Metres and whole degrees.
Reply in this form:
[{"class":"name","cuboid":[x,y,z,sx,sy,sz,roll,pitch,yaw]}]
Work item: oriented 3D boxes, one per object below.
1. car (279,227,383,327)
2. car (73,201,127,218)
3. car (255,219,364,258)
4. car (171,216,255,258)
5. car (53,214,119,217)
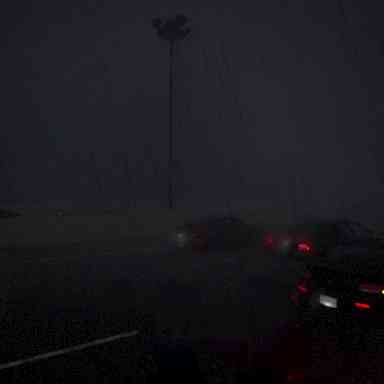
[{"class":"car","cuboid":[4.042,1.590,6.625,4.674,1.442,1.812,1,0,-35]},{"class":"car","cuboid":[-8.843,1.627,32.070,4.674,1.442,1.812,1,0,-35]},{"class":"car","cuboid":[4.892,1.644,11.527,5.357,1.411,2.033,1,0,-35]},{"class":"car","cuboid":[1.244,1.642,13.226,4.181,1.385,1.994,1,0,-35]},{"class":"car","cuboid":[-8.914,1.556,27.723,5.008,1.535,1.882,1,0,-35]}]
